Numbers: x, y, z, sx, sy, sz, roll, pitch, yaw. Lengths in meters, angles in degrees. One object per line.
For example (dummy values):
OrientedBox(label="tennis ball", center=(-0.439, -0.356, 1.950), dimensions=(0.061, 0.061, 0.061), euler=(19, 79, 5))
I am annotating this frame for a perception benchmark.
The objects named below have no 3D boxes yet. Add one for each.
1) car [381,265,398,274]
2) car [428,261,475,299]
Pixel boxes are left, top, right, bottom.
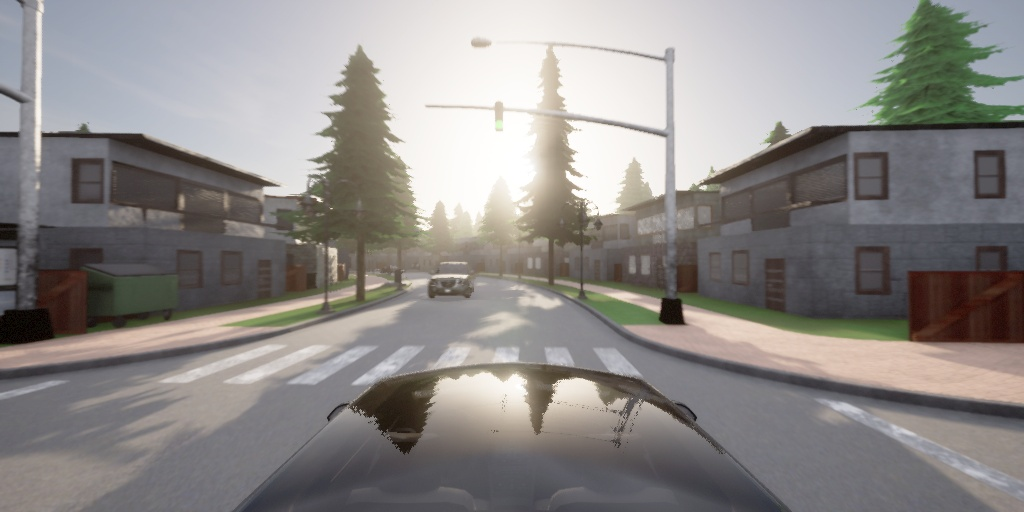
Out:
OrientedBox(label="car", center=(-18.185, 2.040, 54.440), dimensions=(1.994, 1.385, 4.181), euler=(1, -1, -44))
OrientedBox(label="car", center=(-3.275, 1.325, 20.336), dimensions=(2.150, 2.045, 5.566), euler=(0, 0, -3))
